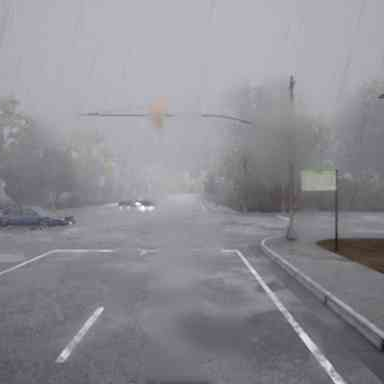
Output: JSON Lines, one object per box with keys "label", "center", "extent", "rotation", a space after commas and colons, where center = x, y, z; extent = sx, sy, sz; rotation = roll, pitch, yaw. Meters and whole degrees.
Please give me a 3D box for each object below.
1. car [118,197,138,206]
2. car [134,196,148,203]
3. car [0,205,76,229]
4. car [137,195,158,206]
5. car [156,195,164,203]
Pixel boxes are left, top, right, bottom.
{"label": "car", "center": [-10.668, 1.555, 54.448], "extent": [2.033, 1.411, 5.357], "rotation": [0, 0, 0]}
{"label": "car", "center": [-10.606, 1.534, 69.860], "extent": [2.128, 1.511, 4.902], "rotation": [0, 0, 0]}
{"label": "car", "center": [-10.253, 1.556, 21.113], "extent": [5.357, 1.411, 2.033], "rotation": [0, 0, 6]}
{"label": "car", "center": [-7.167, 1.609, 54.178], "extent": [1.895, 1.301, 4.718], "rotation": [0, 0, 0]}
{"label": "car", "center": [-7.106, 1.364, 69.631], "extent": [2.097, 1.767, 4.553], "rotation": [0, 0, 0]}
